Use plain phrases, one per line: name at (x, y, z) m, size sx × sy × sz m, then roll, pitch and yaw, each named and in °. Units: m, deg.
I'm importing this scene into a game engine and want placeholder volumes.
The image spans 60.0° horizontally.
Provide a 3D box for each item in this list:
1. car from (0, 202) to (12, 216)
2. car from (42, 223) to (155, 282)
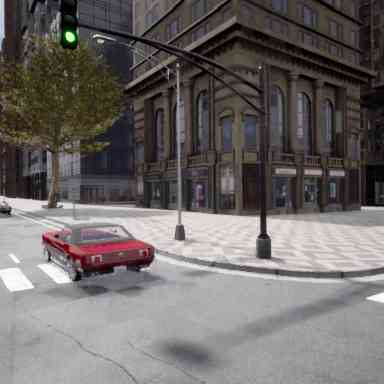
car at (-18.329, 1.534, 31.283) m, size 1.895 × 1.301 × 4.718 m, roll -1°, pitch 0°, yaw -35°
car at (-3.015, 1.568, 9.814) m, size 1.895 × 1.301 × 4.718 m, roll -1°, pitch 1°, yaw -35°
